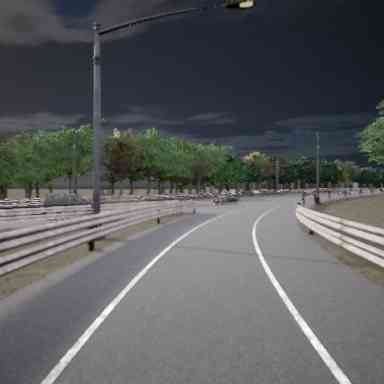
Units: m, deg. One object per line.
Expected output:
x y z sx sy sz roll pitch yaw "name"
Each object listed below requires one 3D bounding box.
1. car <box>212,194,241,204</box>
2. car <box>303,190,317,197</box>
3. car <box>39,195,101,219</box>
5.211 1.063 49.857 2.033 1.411 5.357 1 2 41 "car"
26.219 0.335 74.129 1.812 1.442 4.674 1 2 41 "car"
-11.216 1.261 30.870 2.150 2.045 5.566 1 1 41 "car"
